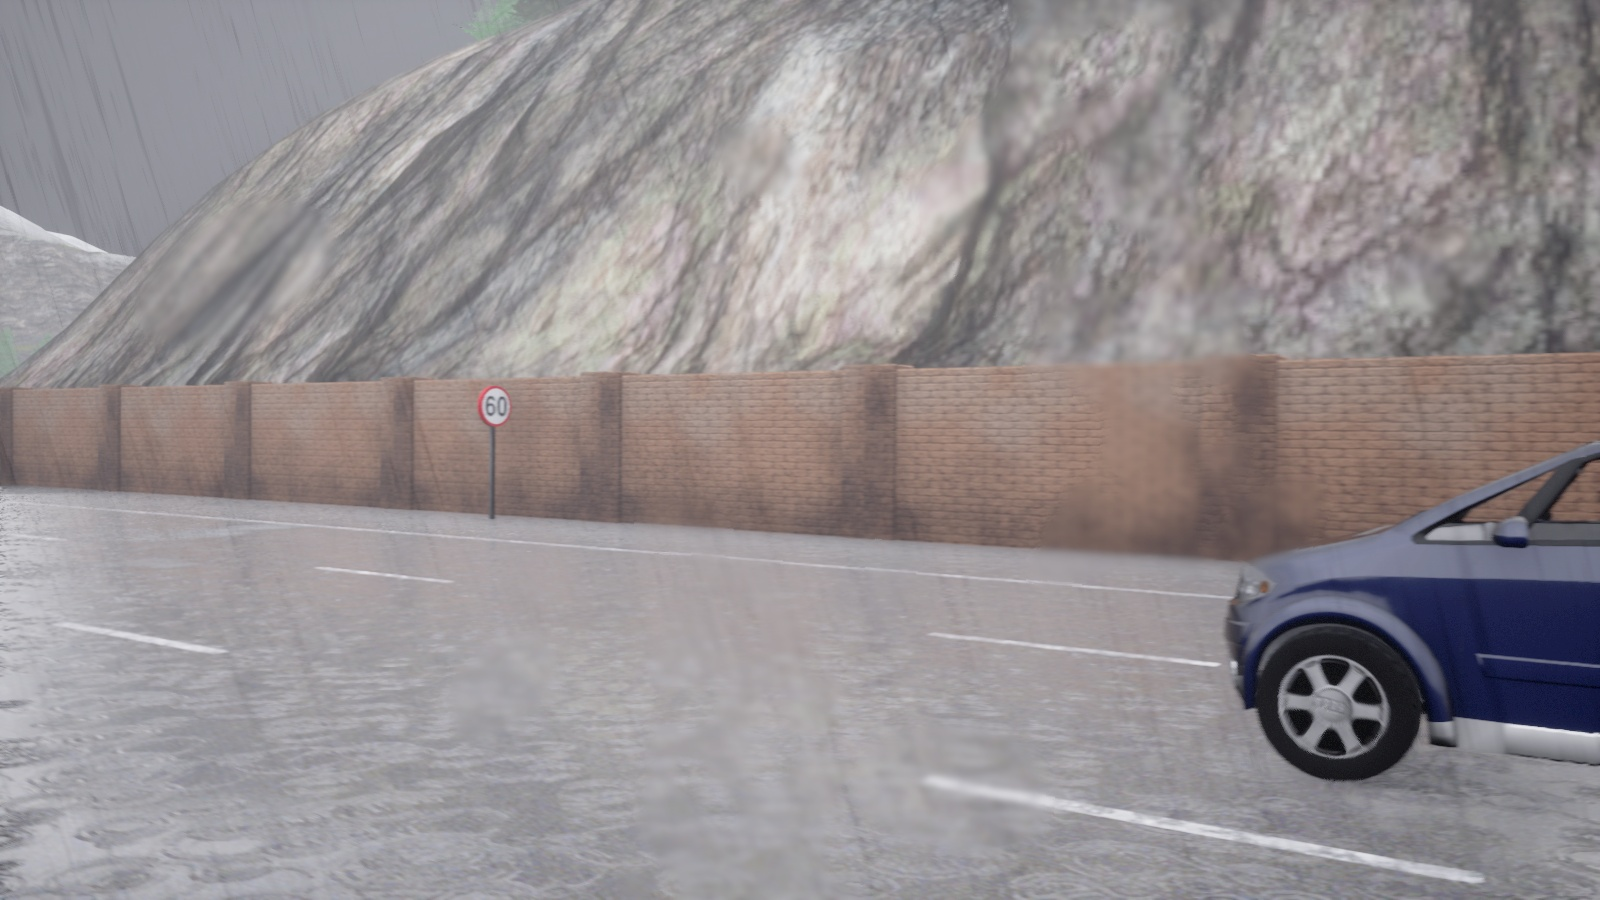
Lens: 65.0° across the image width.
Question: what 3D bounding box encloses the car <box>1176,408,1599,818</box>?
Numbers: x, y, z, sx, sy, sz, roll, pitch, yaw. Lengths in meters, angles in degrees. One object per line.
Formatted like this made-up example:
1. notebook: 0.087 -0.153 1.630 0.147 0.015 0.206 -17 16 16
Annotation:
1. car: 3.726 0.602 5.349 3.705 1.549 1.789 0 1 34
